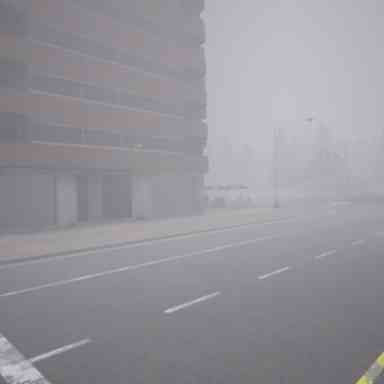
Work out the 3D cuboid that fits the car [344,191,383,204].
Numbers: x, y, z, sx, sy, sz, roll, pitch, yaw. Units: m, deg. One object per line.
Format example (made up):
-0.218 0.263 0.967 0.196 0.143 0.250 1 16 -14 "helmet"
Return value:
20.012 0.617 37.498 2.033 1.411 5.357 -2 1 -28 "car"
